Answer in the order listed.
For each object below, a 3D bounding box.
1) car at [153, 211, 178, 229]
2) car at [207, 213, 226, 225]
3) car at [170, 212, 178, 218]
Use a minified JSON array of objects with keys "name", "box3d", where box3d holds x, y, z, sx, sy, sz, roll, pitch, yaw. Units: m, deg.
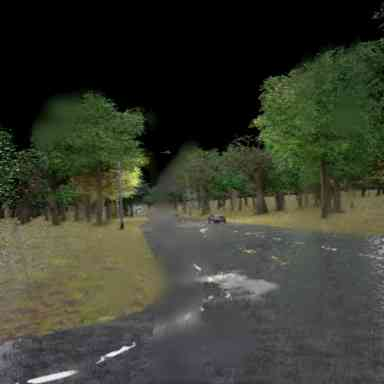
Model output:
[{"name":"car","box3d":[-3.857,3.986,46.322,2.150,2.045,5.566,-4,-3,-11]},{"name":"car","box3d":[3.337,3.751,45.988,1.837,1.490,4.892,-4,-3,-10]},{"name":"car","box3d":[-5.073,6.382,92.871,1.812,1.442,4.674,-4,-2,-10]}]
